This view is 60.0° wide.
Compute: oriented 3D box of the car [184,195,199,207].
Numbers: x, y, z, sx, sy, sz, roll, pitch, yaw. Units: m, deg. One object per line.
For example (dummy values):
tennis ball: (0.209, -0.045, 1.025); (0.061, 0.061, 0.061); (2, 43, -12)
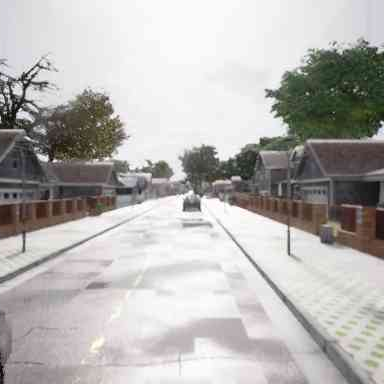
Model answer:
car: (-0.030, 1.246, 48.499); (2.128, 1.511, 4.902); (0, 0, 0)

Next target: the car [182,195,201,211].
car: (-0.025, 1.156, 38.024); (2.097, 1.767, 4.553); (0, 0, 0)

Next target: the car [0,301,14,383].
car: (-2.844, 1.518, 1.844); (1.812, 1.442, 4.674); (0, 0, 0)
